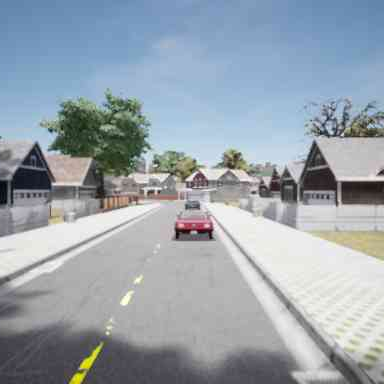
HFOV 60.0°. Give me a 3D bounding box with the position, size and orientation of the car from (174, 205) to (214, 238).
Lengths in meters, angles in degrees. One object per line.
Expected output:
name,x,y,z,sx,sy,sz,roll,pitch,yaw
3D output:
car,0.093,1.595,17.715,1.895,1.301,4.718,0,0,0

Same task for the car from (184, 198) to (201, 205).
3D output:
car,0.074,1.476,40.887,2.128,1.511,4.902,0,0,0
